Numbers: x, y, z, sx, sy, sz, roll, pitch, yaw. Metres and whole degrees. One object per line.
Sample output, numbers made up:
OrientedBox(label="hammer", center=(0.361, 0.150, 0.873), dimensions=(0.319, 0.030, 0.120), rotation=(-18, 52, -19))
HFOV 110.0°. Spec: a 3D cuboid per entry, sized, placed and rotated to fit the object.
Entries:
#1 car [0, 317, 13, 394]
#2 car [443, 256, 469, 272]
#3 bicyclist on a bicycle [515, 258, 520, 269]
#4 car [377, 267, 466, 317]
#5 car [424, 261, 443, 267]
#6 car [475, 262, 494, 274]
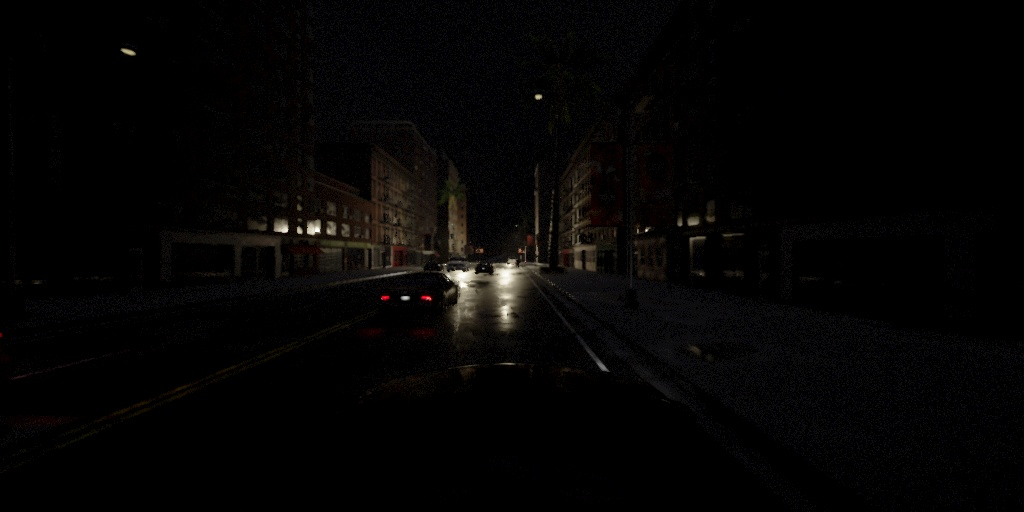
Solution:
OrientedBox(label="car", center=(-6.601, 0.971, 1.539), dimensions=(2.150, 2.045, 5.566), rotation=(0, 0, 0))
OrientedBox(label="car", center=(-6.577, 1.015, 43.914), dimensions=(2.150, 2.045, 5.566), rotation=(0, 0, 0))
OrientedBox(label="bicyclist on a bicycle", center=(0.903, 1.211, 54.423), dimensions=(0.659, 1.776, 1.843), rotation=(0, 0, 0))
OrientedBox(label="car", center=(-3.148, 1.296, 13.088), dimensions=(2.033, 1.411, 5.357), rotation=(0, 0, 0))
OrientedBox(label="car", center=(-9.819, 1.365, 45.160), dimensions=(1.994, 1.385, 4.181), rotation=(0, 0, 0))
OrientedBox(label="car", center=(-3.143, 1.352, 41.512), dimensions=(1.994, 1.385, 4.181), rotation=(0, 0, 0))
